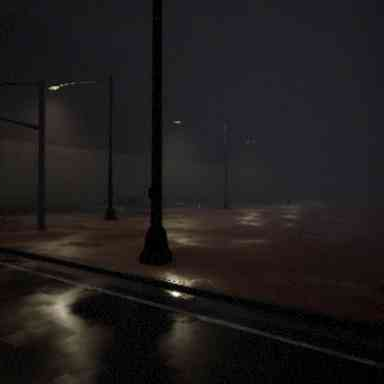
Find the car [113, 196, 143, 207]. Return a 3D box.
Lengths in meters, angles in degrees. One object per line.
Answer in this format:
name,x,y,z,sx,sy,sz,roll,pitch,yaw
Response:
car,-8.795,1.349,46.351,1.812,1.442,4.674,0,0,36

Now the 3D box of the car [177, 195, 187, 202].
car,-1.043,1.165,62.992,1.994,1.385,4.181,0,0,36

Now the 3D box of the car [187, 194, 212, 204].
car,1.817,1.240,60.975,2.097,1.767,4.553,0,0,36

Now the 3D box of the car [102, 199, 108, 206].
car,-11.002,1.283,49.257,1.882,1.535,5.008,0,0,36
